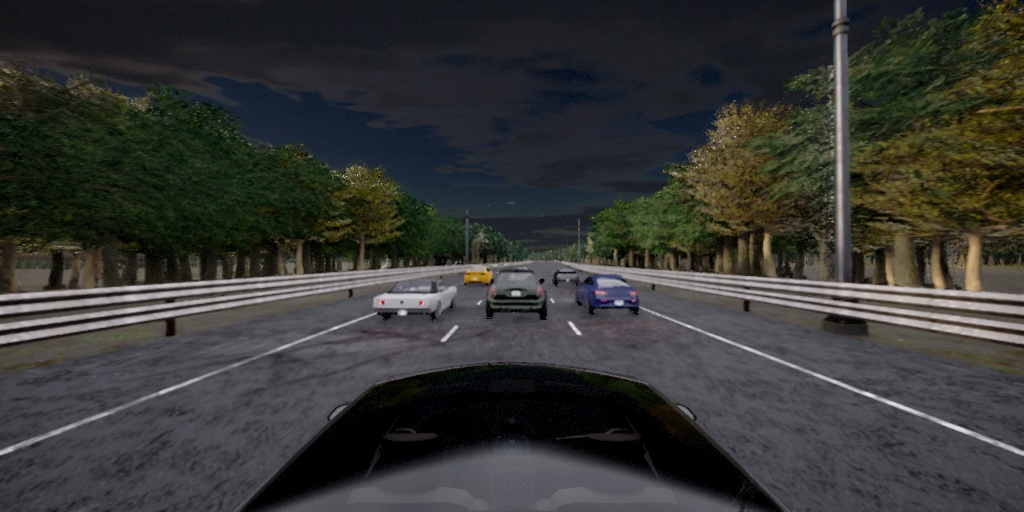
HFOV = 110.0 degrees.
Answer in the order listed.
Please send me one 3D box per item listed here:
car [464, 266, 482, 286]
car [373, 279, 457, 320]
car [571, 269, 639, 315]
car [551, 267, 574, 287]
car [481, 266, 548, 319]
[{"bbox_3d":[-2.717,1.611,30.066,1.882,1.535,5.008,0,0,3],"label":"car"},{"bbox_3d":[-3.313,1.506,13.320,1.895,1.301,4.718,0,-1,2],"label":"car"},{"bbox_3d":[3.731,1.451,14.534,1.812,1.442,4.674,0,-1,2],"label":"car"},{"bbox_3d":[4.212,1.610,28.609,2.128,1.511,4.902,0,-1,3],"label":"car"},{"bbox_3d":[0.206,1.266,13.799,2.097,1.767,4.553,0,-1,2],"label":"car"}]
